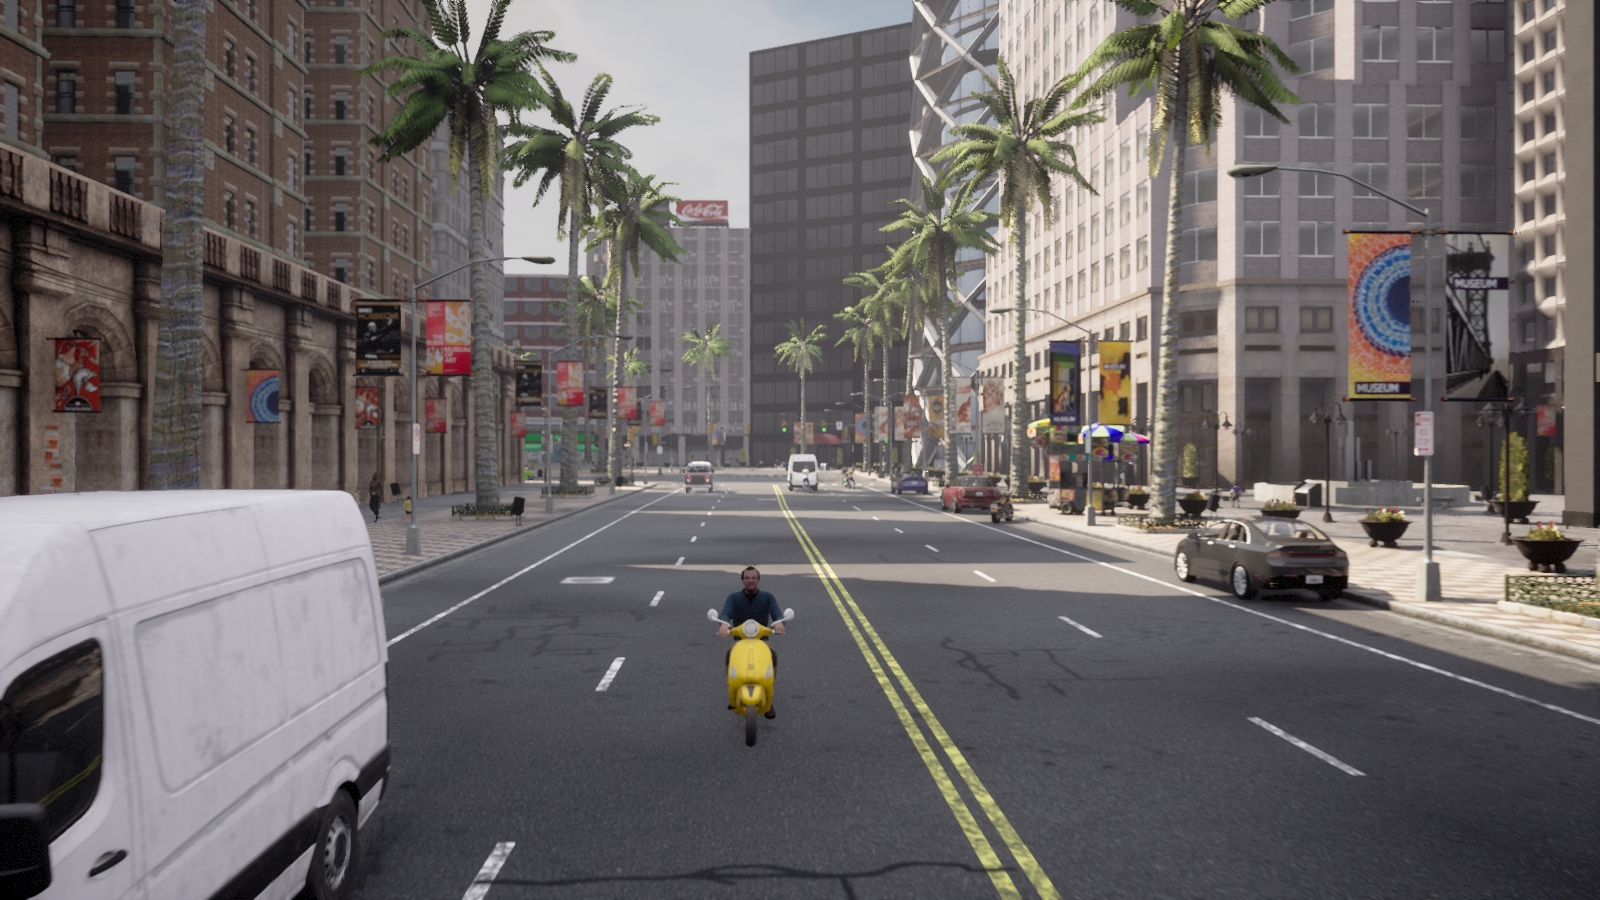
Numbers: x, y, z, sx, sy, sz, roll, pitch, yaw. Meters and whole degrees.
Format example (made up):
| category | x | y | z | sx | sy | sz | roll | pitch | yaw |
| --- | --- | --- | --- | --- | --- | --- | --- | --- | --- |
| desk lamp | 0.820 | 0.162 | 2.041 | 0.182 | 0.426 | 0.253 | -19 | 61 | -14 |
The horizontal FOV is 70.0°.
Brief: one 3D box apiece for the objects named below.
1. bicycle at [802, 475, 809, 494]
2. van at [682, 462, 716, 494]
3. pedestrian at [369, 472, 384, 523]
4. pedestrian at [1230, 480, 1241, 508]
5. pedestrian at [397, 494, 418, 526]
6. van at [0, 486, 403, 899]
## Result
| category | x | y | z | sx | sy | sz | roll | pitch | yaw |
| --- | --- | --- | --- | --- | --- | --- | --- | --- | --- |
| bicycle | 0.372 | 2.252 | 74.498 | 0.373 | 1.196 | 1.643 | 0 | 0 | -2 |
| van | -6.699 | 1.831 | 76.261 | 2.069 | 2.038 | 4.480 | 0 | 0 | -2 |
| pedestrian | -15.463 | 1.726 | 41.740 | 0.375 | 1.860 | 0.375 | 0 | 0 | 12 |
| pedestrian | 19.970 | 2.022 | 52.378 | 0.375 | 1.300 | 0.375 | 0 | 0 | -1 |
| pedestrian | -13.808 | 2.105 | 40.196 | 0.500 | 1.100 | 0.500 | 0 | 0 | 15 |
| van | -3.719 | 1.539 | 5.239 | 1.988 | 2.561 | 5.915 | 0 | 0 | -3 |
